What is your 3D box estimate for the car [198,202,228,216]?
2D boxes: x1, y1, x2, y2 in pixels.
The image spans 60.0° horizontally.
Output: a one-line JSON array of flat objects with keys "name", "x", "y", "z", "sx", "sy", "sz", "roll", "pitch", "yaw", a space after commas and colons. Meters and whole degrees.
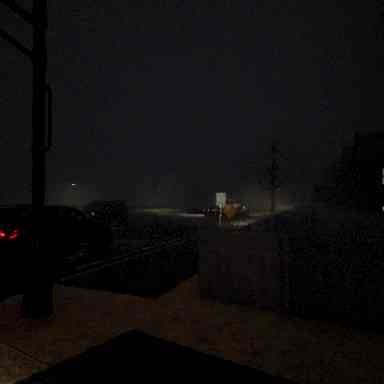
[{"name": "car", "x": 2.911, "y": 2.383, "z": 43.745, "sx": 2.033, "sy": 1.411, "sz": 5.357, "roll": 1, "pitch": -1, "yaw": 20}]

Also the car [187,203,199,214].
[{"name": "car", "x": 0.807, "y": 2.373, "z": 47.797, "sx": 1.812, "sy": 1.442, "sz": 4.674, "roll": 1, "pitch": -1, "yaw": 19}]

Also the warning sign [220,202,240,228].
[{"name": "warning sign", "x": 2.921, "y": 1.730, "z": 25.639, "sx": 1.300, "sy": 1.860, "sz": 1.060, "roll": 2, "pitch": 1, "yaw": 20}]

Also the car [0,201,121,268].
[{"name": "car", "x": -5.407, "y": 1.525, "z": 12.847, "sx": 2.150, "sy": 2.045, "sz": 5.566, "roll": 0, "pitch": -1, "yaw": 24}]

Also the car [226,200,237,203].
[{"name": "car", "x": 6.184, "y": 2.243, "z": 53.470, "sx": 2.150, "sy": 2.045, "sz": 5.566, "roll": 1, "pitch": -1, "yaw": 18}]

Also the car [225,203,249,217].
[{"name": "car", "x": 6.136, "y": 2.453, "z": 43.120, "sx": 1.994, "sy": 1.385, "sz": 4.181, "roll": 1, "pitch": -1, "yaw": 20}]

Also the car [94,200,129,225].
[{"name": "car", "x": -7.044, "y": 1.648, "z": 26.031, "sx": 2.150, "sy": 2.045, "sz": 5.566, "roll": 1, "pitch": -1, "yaw": 20}]
